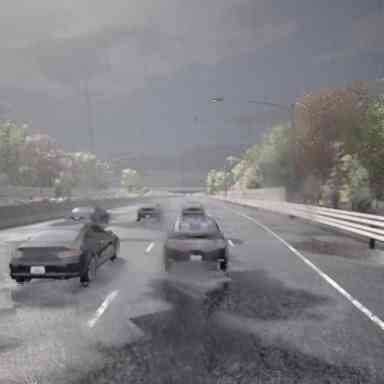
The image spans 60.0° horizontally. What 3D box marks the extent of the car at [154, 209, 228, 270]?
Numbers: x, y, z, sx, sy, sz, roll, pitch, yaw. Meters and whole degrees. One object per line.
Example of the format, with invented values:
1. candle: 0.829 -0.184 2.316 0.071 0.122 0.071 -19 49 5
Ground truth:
1. car: 0.104 1.530 11.143 2.128 1.511 4.902 0 0 0

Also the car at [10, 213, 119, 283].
1. car: -3.401 1.559 9.619 1.812 1.442 4.674 0 0 0

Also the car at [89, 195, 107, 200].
1. car: -17.484 1.626 63.503 2.097 1.767 4.553 0 0 0

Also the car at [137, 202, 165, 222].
1. car: -3.386 1.609 27.825 1.837 1.490 4.892 0 0 0

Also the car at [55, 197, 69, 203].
1. car: -24.471 1.785 63.525 2.128 1.511 4.902 0 0 0

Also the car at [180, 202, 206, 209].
1. car: 0.113 1.609 27.823 1.837 1.490 4.892 0 0 0

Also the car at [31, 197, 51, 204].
1. car: -27.973 1.733 61.530 1.882 1.535 5.008 0 0 0

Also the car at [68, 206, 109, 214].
1. car: -6.890 1.629 22.421 2.033 1.411 5.357 0 0 0

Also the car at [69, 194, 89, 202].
1. car: -20.971 1.491 63.556 2.150 2.045 5.566 0 0 0
